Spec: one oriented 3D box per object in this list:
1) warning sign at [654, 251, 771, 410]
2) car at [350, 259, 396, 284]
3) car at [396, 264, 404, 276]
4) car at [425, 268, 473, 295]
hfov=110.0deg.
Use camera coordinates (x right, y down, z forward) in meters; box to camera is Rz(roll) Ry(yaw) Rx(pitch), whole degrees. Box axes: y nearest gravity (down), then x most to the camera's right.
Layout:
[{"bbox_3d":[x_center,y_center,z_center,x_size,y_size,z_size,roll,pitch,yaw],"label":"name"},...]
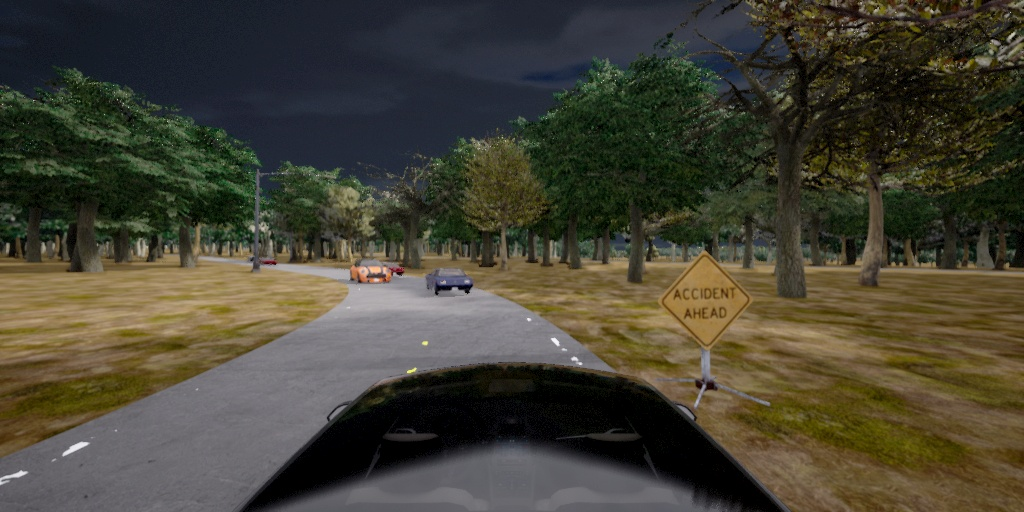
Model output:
[{"bbox_3d":[2.566,0.866,4.733,1.300,1.860,1.060,0,0,-4],"label":"warning sign"},{"bbox_3d":[-10.117,1.009,25.551,2.097,1.767,4.553,0,0,-32],"label":"car"},{"bbox_3d":[-11.878,1.235,33.551,1.895,1.301,4.718,1,0,-40],"label":"car"},{"bbox_3d":[-3.620,1.320,19.779,1.895,1.301,4.718,0,0,-21],"label":"car"}]
